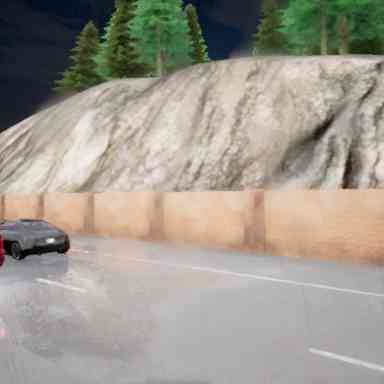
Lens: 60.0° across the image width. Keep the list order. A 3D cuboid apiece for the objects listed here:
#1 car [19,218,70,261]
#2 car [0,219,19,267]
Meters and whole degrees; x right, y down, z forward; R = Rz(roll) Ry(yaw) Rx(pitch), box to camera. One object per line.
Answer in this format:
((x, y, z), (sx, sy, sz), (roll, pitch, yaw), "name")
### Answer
((-6.691, 1.734, 13.091), (4.181, 1.385, 1.994), (-1, -1, 36), "car")
((-7.411, 1.364, 9.301), (5.566, 2.045, 2.150), (-1, -1, 36), "car")
